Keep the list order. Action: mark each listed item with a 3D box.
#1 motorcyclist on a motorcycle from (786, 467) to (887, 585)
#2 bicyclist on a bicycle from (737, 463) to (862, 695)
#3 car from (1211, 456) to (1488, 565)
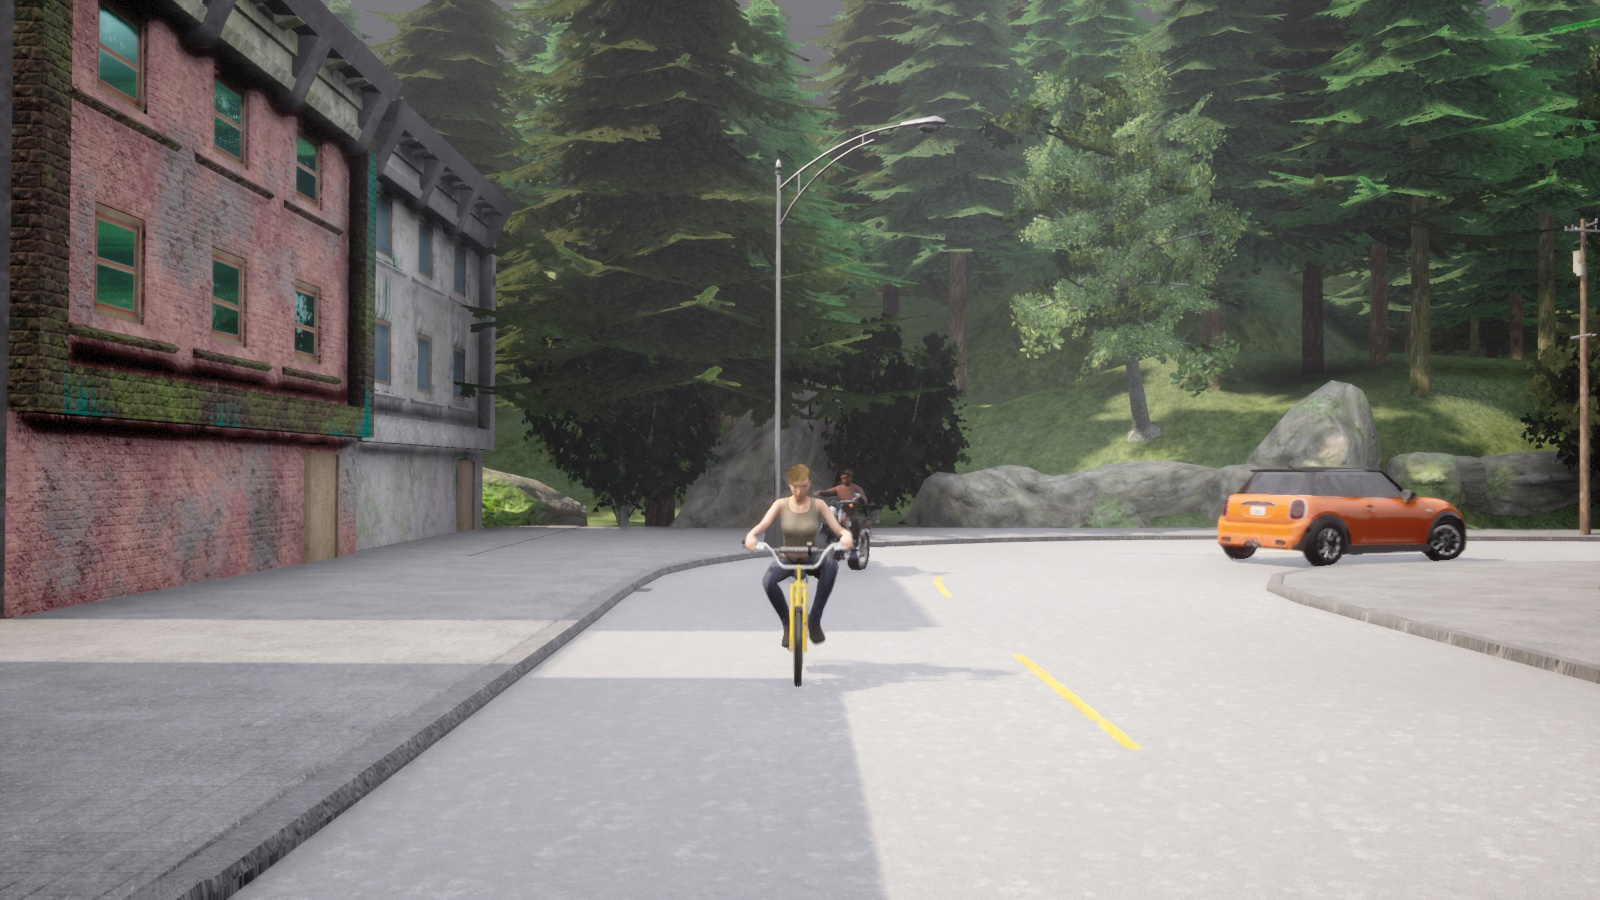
[{"bbox_3d":[0.592,1.081,18.919,0.766,1.649,2.350,1,0,21],"label":"motorcyclist on a motorcycle"},{"bbox_3d":[0.001,0.911,9.513,0.866,1.612,1.509,0,-1,1],"label":"bicyclist on a bicycle"},{"bbox_3d":[9.830,1.011,22.464,4.553,1.767,2.097,0,-1,-27],"label":"car"}]
